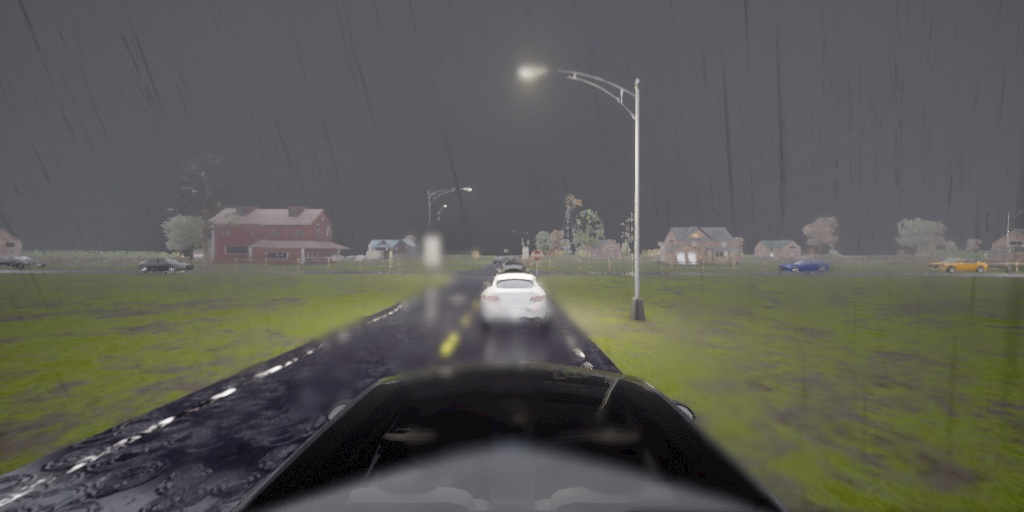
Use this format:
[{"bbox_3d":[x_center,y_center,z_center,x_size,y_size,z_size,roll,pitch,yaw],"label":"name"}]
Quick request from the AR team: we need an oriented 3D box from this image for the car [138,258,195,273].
[{"bbox_3d":[-36.007,0.982,37.413,4.892,1.490,1.837,0,0,0],"label":"car"}]

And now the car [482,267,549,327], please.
[{"bbox_3d":[0.095,1.230,11.168,1.812,1.442,4.674,0,0,0],"label":"car"}]

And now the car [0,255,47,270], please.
[{"bbox_3d":[-51.938,0.615,37.610,4.674,1.442,1.812,0,0,0],"label":"car"}]

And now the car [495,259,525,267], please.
[{"bbox_3d":[0.087,1.152,22.603,1.837,1.490,4.892,0,0,0],"label":"car"}]

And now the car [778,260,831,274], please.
[{"bbox_3d":[32.436,1.158,39.864,5.008,1.535,1.882,1,0,1],"label":"car"}]

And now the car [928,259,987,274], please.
[{"bbox_3d":[49.142,1.047,39.655,5.008,1.535,1.882,0,0,0],"label":"car"}]
